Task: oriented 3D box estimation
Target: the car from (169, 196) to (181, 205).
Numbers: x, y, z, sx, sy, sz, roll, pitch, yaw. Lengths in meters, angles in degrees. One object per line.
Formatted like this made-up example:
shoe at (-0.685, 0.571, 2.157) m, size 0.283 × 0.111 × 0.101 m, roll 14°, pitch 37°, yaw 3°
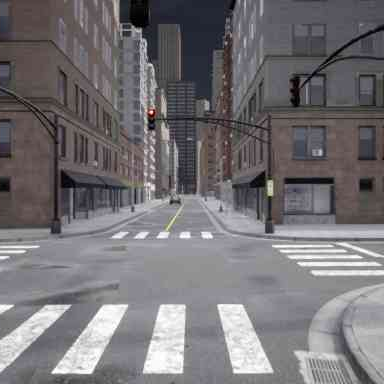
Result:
car at (-2.977, 1.451, 59.647) m, size 1.882 × 1.535 × 5.008 m, roll 0°, pitch 0°, yaw 0°
